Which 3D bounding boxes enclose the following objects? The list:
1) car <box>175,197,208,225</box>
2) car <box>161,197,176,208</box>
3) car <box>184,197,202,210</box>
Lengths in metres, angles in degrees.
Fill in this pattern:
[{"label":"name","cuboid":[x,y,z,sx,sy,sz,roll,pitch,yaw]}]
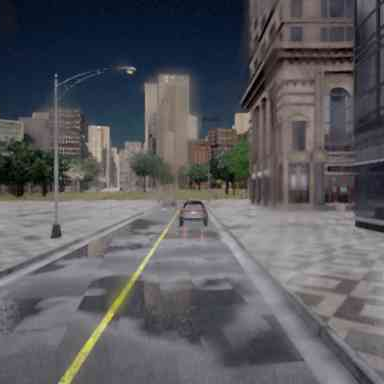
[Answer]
[{"label":"car","cuboid":[0.103,1.390,23.624,2.033,1.649,4.856,0,0,0]},{"label":"car","cuboid":[-3.049,1.406,45.060,1.837,1.490,4.892,0,0,0]},{"label":"car","cuboid":[0.108,1.401,41.868,2.128,1.511,4.902,0,0,0]}]
